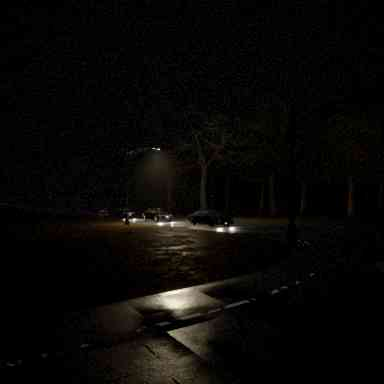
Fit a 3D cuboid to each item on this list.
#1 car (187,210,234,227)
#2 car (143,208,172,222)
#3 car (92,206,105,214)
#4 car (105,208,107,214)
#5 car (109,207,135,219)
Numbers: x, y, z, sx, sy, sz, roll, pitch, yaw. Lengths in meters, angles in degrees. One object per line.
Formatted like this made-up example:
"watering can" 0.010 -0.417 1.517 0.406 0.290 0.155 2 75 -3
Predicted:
"car" 1.478 2.283 29.645 2.033 1.411 5.357 0 -2 -30
"car" -4.020 2.581 38.010 1.837 1.490 4.892 1 -2 -33
"car" -18.663 3.587 67.118 2.128 1.511 4.902 1 -2 -33
"car" -13.169 3.373 58.746 1.994 1.385 4.181 1 -2 -33
"car" -9.597 2.898 46.550 2.128 1.511 4.902 1 -2 -33
